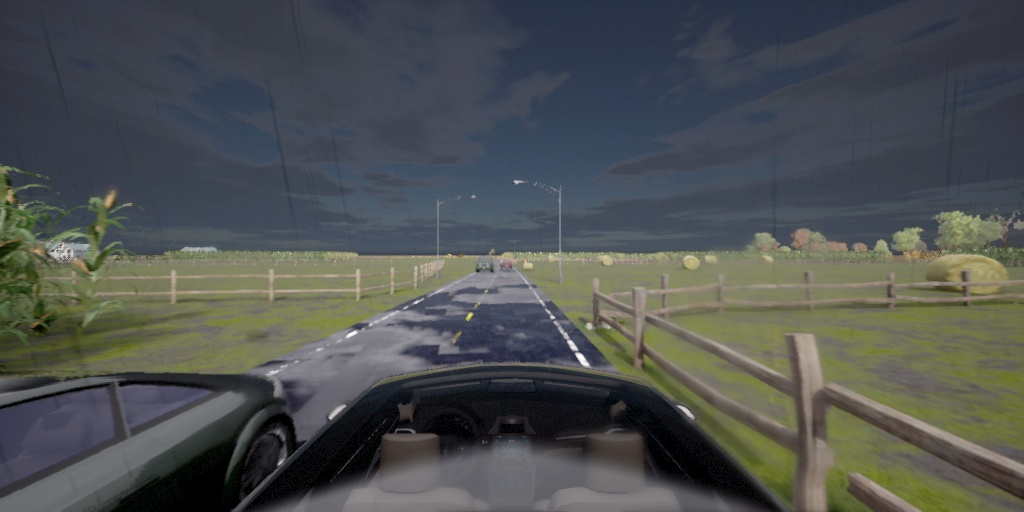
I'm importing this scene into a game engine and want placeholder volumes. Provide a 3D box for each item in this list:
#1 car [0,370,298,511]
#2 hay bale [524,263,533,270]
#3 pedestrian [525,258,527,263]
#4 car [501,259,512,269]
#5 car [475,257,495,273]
[{"bbox_3d":[-2.859,1.314,1.408,1.994,1.385,4.181,0,0,0],"label":"car"},{"bbox_3d":[2.401,1.535,53.150,1.220,1.180,1.240,0,0,-2],"label":"hay bale"},{"bbox_3d":[2.069,1.176,54.310,0.375,1.860,0.375,0,0,0],"label":"pedestrian"},{"bbox_3d":[-0.920,1.421,60.364,1.812,1.442,4.674,0,0,-2],"label":"car"},{"bbox_3d":[-3.366,1.091,45.140,2.150,2.045,5.566,0,0,-1],"label":"car"}]
